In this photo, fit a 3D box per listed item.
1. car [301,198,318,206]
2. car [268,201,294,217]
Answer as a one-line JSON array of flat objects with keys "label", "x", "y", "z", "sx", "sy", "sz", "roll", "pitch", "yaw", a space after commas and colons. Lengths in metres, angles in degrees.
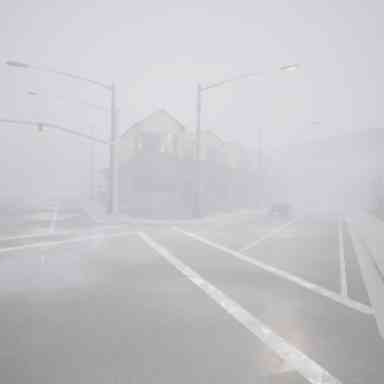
[{"label": "car", "x": 22.564, "y": 1.905, "z": 63.841, "sx": 2.033, "sy": 1.411, "sz": 5.357, "roll": 1, "pitch": 0, "yaw": 35}, {"label": "car", "x": 8.792, "y": 1.712, "z": 32.809, "sx": 1.837, "sy": 1.490, "sz": 4.892, "roll": 1, "pitch": 0, "yaw": 24}]
